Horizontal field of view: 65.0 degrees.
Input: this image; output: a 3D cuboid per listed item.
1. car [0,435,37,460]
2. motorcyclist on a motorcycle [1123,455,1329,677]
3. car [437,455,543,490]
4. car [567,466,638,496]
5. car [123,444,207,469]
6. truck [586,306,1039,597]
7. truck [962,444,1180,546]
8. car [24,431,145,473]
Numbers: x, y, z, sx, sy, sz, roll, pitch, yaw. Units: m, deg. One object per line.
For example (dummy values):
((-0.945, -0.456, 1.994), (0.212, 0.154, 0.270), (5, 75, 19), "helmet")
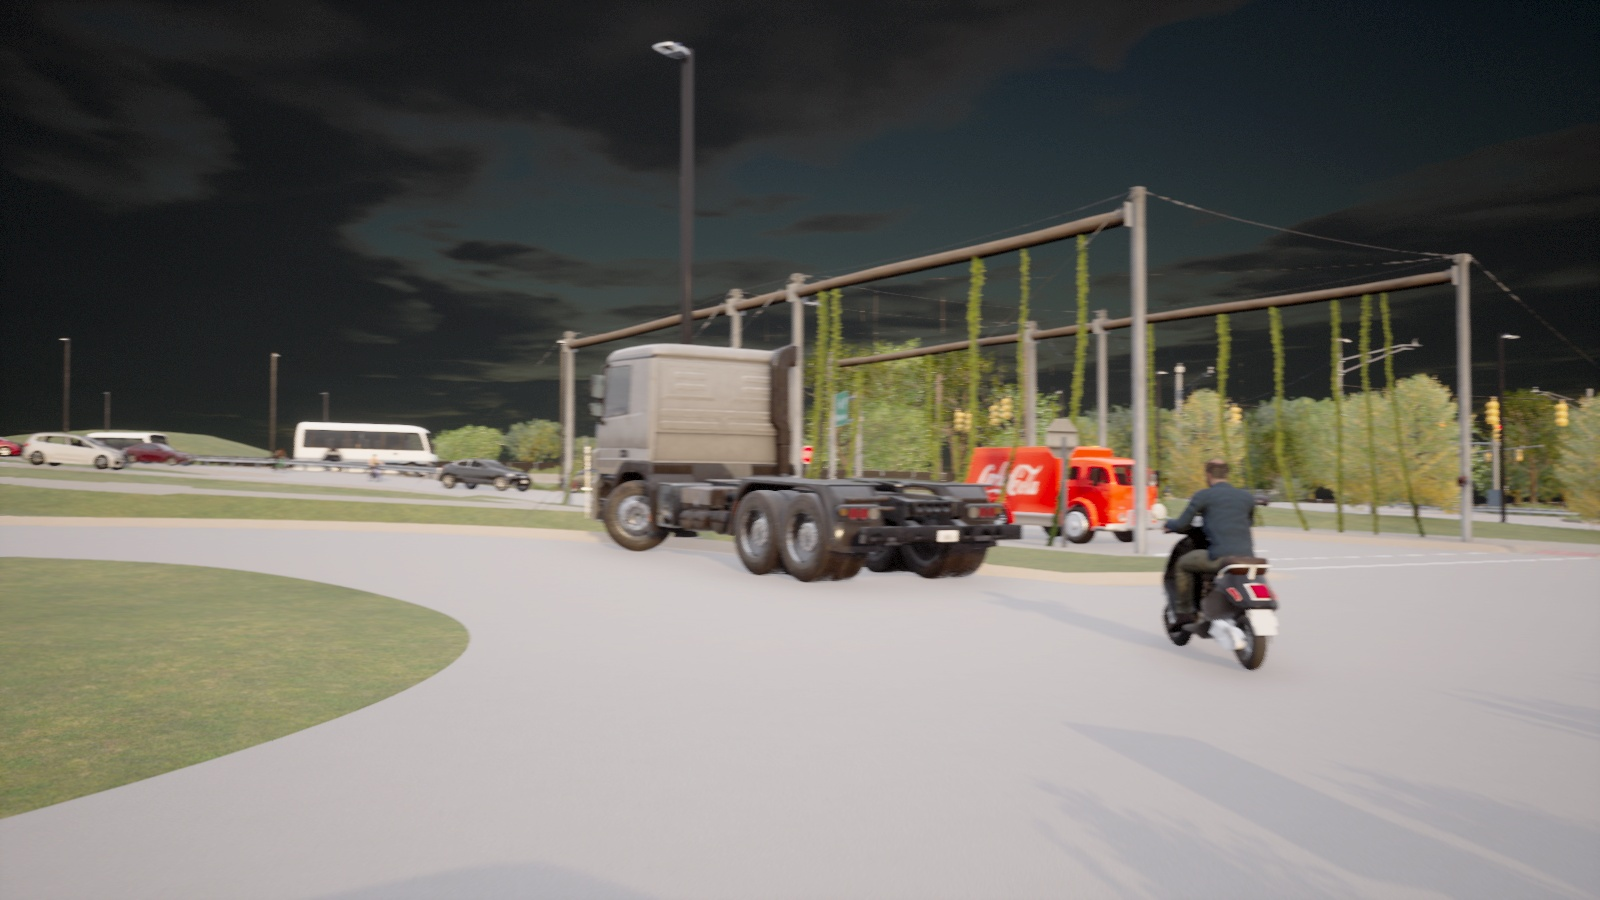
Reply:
((-53.191, -0.225, 82.785), (4.514, 1.525, 2.007), (4, -2, -19), "car")
((3.310, 0.853, 9.965), (0.866, 1.590, 1.817), (1, -1, -6), "motorcyclist on a motorcycle")
((-16.265, 1.191, 65.916), (5.027, 1.651, 2.152), (1, -2, 23), "car")
((-11.128, 1.744, 70.645), (3.705, 1.549, 1.789), (2, -2, -14), "car")
((-42.277, 0.439, 83.653), (4.674, 1.442, 1.812), (3, -1, 6), "car")
((-0.268, -0.028, 19.085), (2.891, 3.462, 7.936), (1, 0, -33), "truck")
((7.039, 1.116, 33.141), (2.627, 2.467, 5.204), (1, -1, -35), "truck")
((-35.353, 0.129, 62.187), (4.611, 1.667, 2.242), (4, -3, -8), "car")
